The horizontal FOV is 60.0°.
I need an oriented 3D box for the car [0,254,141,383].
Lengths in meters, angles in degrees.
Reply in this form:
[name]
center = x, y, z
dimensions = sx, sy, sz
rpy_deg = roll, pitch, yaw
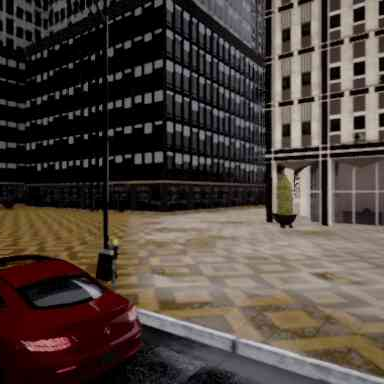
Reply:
[car]
center = -2.549, 1.563, 4.676
dimensions = 4.206, 1.307, 1.802
rpy_deg = 0, 0, 36
